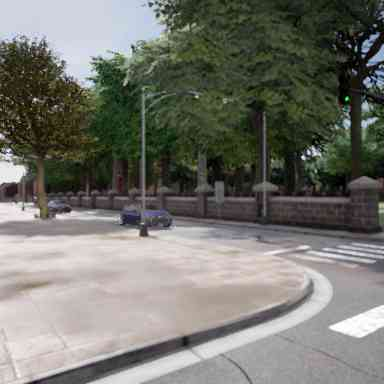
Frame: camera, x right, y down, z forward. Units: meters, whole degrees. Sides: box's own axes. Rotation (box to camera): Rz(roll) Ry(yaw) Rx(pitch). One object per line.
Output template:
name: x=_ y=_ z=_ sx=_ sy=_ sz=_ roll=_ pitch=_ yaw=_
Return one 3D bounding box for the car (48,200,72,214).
car: x=-16.682 y=1.775 z=41.742 sx=2.097 sy=1.767 sz=4.553 roll=0 pitch=0 yaw=-35

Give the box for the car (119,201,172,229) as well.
car: x=-3.239 y=1.512 z=22.791 sx=2.097 sy=1.767 sz=4.553 roll=0 pitch=0 yaw=-35
